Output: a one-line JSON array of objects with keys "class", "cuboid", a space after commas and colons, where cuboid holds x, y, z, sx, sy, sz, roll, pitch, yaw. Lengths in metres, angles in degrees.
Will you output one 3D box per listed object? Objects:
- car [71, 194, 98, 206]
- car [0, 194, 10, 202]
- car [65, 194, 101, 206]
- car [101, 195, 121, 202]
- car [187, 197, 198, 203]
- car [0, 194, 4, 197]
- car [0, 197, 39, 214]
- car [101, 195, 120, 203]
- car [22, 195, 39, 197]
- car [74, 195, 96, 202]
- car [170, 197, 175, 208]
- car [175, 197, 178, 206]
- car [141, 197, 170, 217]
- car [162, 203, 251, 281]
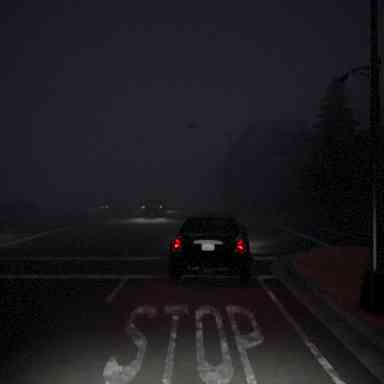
[{"class": "car", "cuboid": [-17.664, 1.254, 54.860, 3.866, 1.878, 1.905, 0, 0, 0]}, {"class": "car", "cuboid": [-42.918, 1.310, 74.077, 3.866, 1.878, 1.905, 0, 0, 0]}, {"class": "car", "cuboid": [-17.251, 1.266, 51.954, 4.605, 1.855, 1.932, 0, 0, 0]}, {"class": "car", "cuboid": [-17.990, 1.466, 74.071, 3.806, 1.475, 1.970, 0, 0, 0]}, {"class": "car", "cuboid": [0.099, 1.671, 61.065, 2.128, 1.511, 4.902, 0, 0, 0]}, {"class": "car", "cuboid": [-35.760, 1.485, 58.334, 4.514, 1.523, 2.007, 0, 0, 0]}, {"class": "car", "cuboid": [-17.386, 1.487, 33.370, 3.633, 1.501, 1.845, 0, 0, 0]}, {"class": "car", "cuboid": [-17.666, 1.368, 67.654, 5.027, 1.636, 2.152, 0, 0, 0]}, {"class": "car", "cuboid": [-35.050, 1.321, 70.791, 4.605, 1.855, 1.932, 0, 0, 0]}, {"class": "car", "cuboid": [-25.039, 1.542, 77.733, 4.514, 1.523, 2.007, 0, 0, 0]}, {"class": "car", "cuboid": [-3.591, 1.655, 44.064, 1.812, 1.442, 4.674, 0, 0, 0]}, {"class": "car", "cuboid": [-3.539, 1.657, 61.048, 1.882, 1.535, 5.008, 0, 0, 1]}, {"class": "car", "cuboid": [-3.597, 1.446, 31.950, 2.097, 1.767, 4.553, 0, 0, 0]}, {"class": "car", "cuboid": [0.708, 1.383, 10.250, 2.097, 1.767, 4.553, 0, 0, 8]}]
